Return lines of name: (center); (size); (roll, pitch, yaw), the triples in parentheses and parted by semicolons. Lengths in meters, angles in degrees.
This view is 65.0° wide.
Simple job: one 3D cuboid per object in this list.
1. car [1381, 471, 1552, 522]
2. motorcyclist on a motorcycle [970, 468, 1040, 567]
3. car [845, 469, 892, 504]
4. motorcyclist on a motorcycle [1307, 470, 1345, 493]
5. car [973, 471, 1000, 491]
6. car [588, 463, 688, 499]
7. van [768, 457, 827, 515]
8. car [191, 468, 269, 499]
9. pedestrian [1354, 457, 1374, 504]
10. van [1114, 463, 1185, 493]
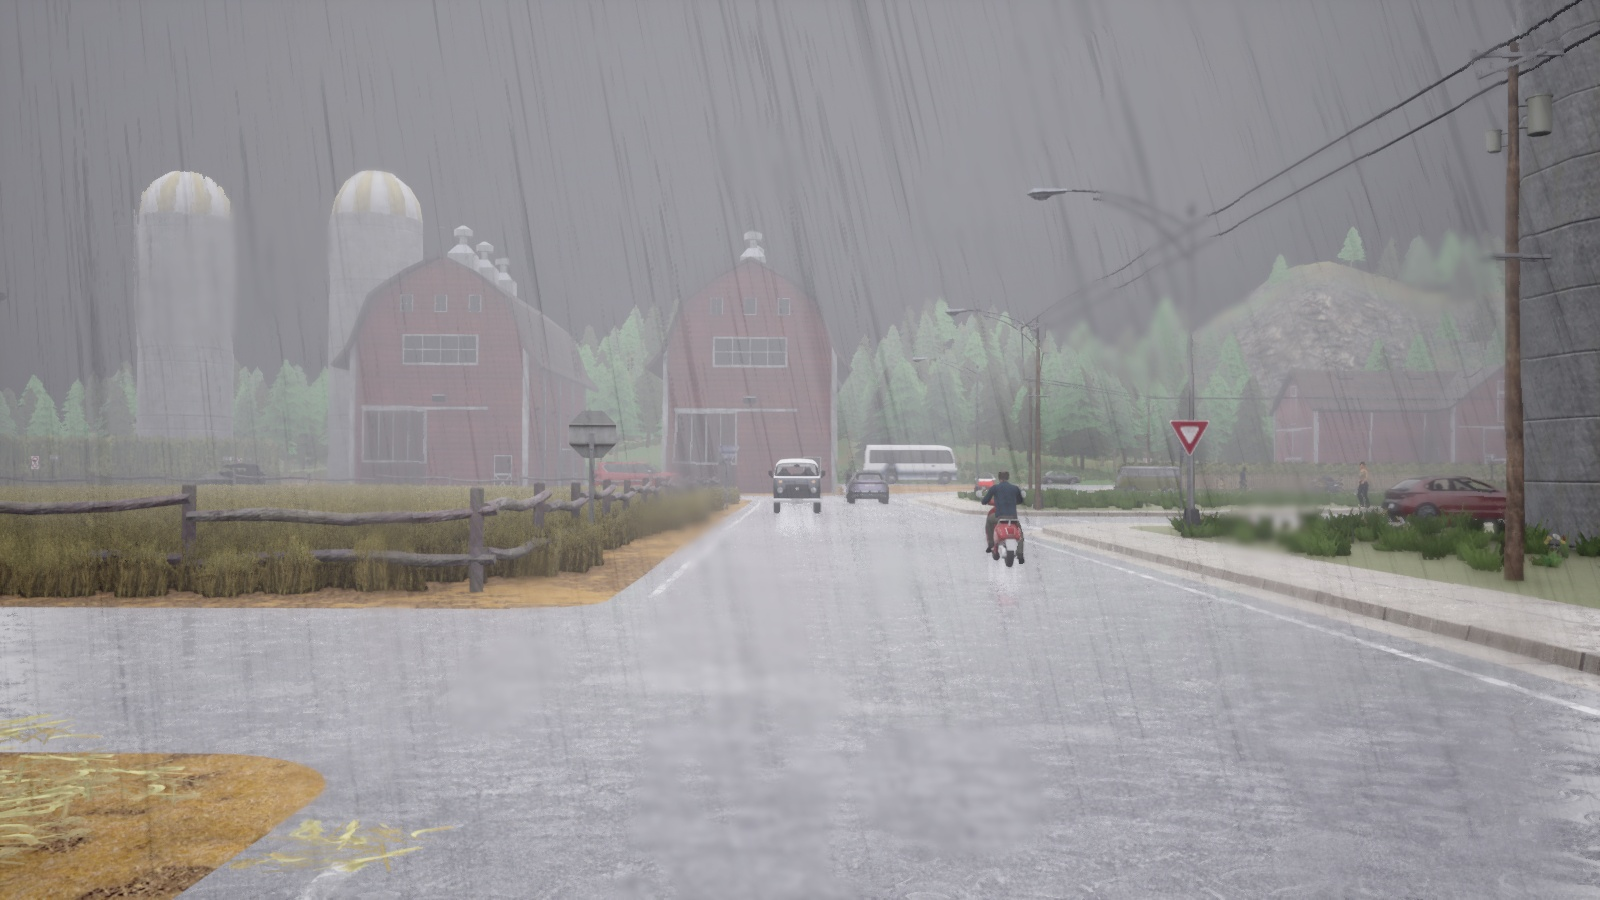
car: (20.102, 1.384, 37.992); (4.193, 1.474, 1.816); (0, -1, -1)
motorcyclist on a motorcycle: (3.442, 1.109, 21.233); (0.866, 1.590, 1.817); (0, 0, 0)
car: (3.315, 1.765, 61.698); (2.033, 1.649, 4.856); (0, -1, 0)
motorcyclist on a motorcycle: (35.674, 2.135, 85.237); (2.191, 1.530, 0.866); (0, -1, 0)
car: (13.649, 2.254, 91.822); (1.481, 1.376, 2.207); (-1, -1, 20)
car: (-9.507, 1.805, 73.865); (5.566, 2.045, 2.150); (0, -1, 0)
van: (-0.112, 1.326, 47.033); (2.069, 2.038, 4.480); (0, -1, -1)
car: (-34.626, 2.028, 76.336); (3.866, 1.878, 1.905); (0, -1, 5)
pedestrian: (22.123, 1.206, 49.256); (0.594, 1.836, 0.345); (0, -1, -14)
van: (23.762, 1.901, 85.461); (4.442, 1.987, 1.775); (0, -1, 6)
